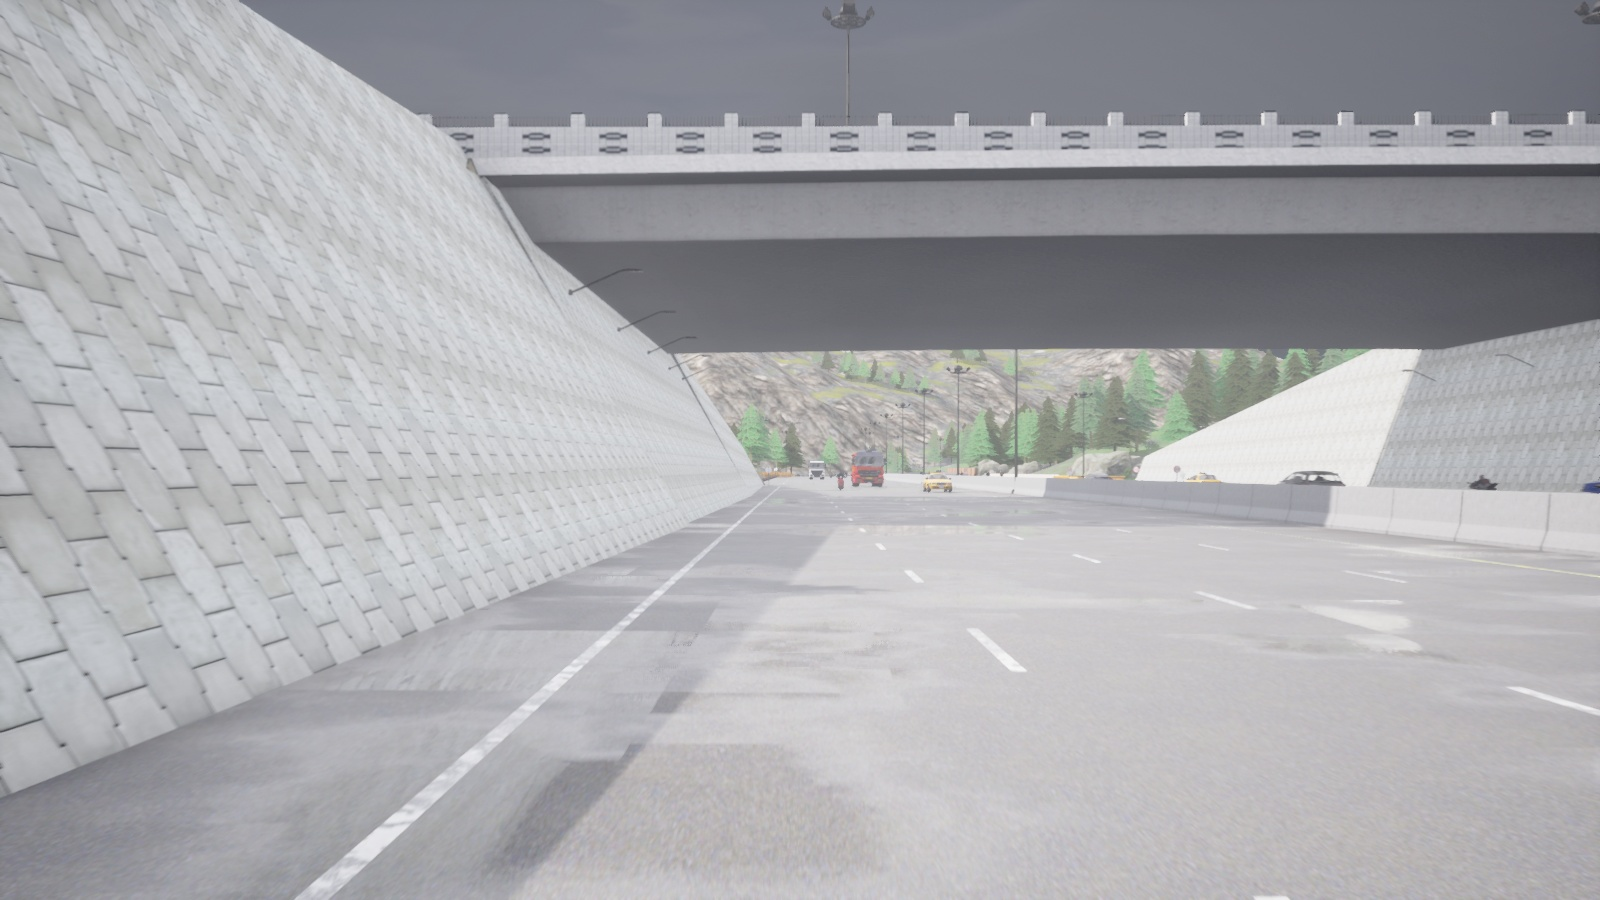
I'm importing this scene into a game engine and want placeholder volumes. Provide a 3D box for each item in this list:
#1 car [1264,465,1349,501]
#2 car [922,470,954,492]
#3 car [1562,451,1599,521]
[{"bbox_3d":[24.354,1.570,60.604,2.242,1.667,4.611,0,-1,0],"label":"car"},{"bbox_3d":[10.312,2.279,94.192,1.801,1.575,5.366,0,-1,0],"label":"car"},{"bbox_3d":[24.412,1.029,35.655,2.150,2.045,5.566,0,-1,0],"label":"car"}]
